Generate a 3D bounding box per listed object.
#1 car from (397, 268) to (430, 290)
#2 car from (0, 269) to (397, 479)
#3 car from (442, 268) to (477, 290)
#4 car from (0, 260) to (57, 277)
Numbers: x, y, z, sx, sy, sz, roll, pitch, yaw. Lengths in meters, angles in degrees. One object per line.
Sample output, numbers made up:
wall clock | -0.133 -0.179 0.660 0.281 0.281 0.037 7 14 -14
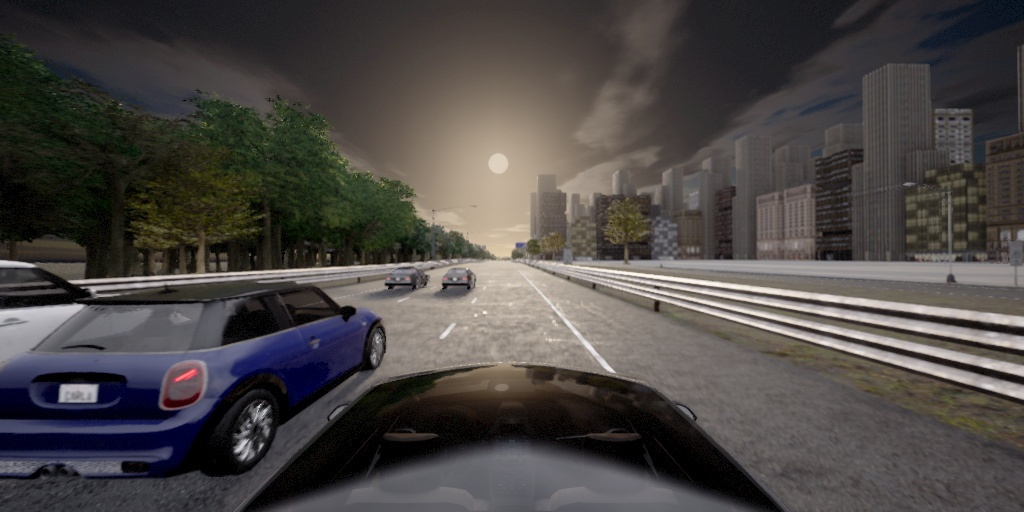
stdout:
car | -7.028 1.492 24.510 2.033 1.411 5.357 0 0 -1
car | -3.431 1.131 4.973 2.097 1.767 4.553 0 -1 0
car | -3.529 1.492 24.514 2.033 1.411 5.357 0 0 -1
car | -6.926 0.996 4.120 2.150 2.045 5.566 0 0 0
